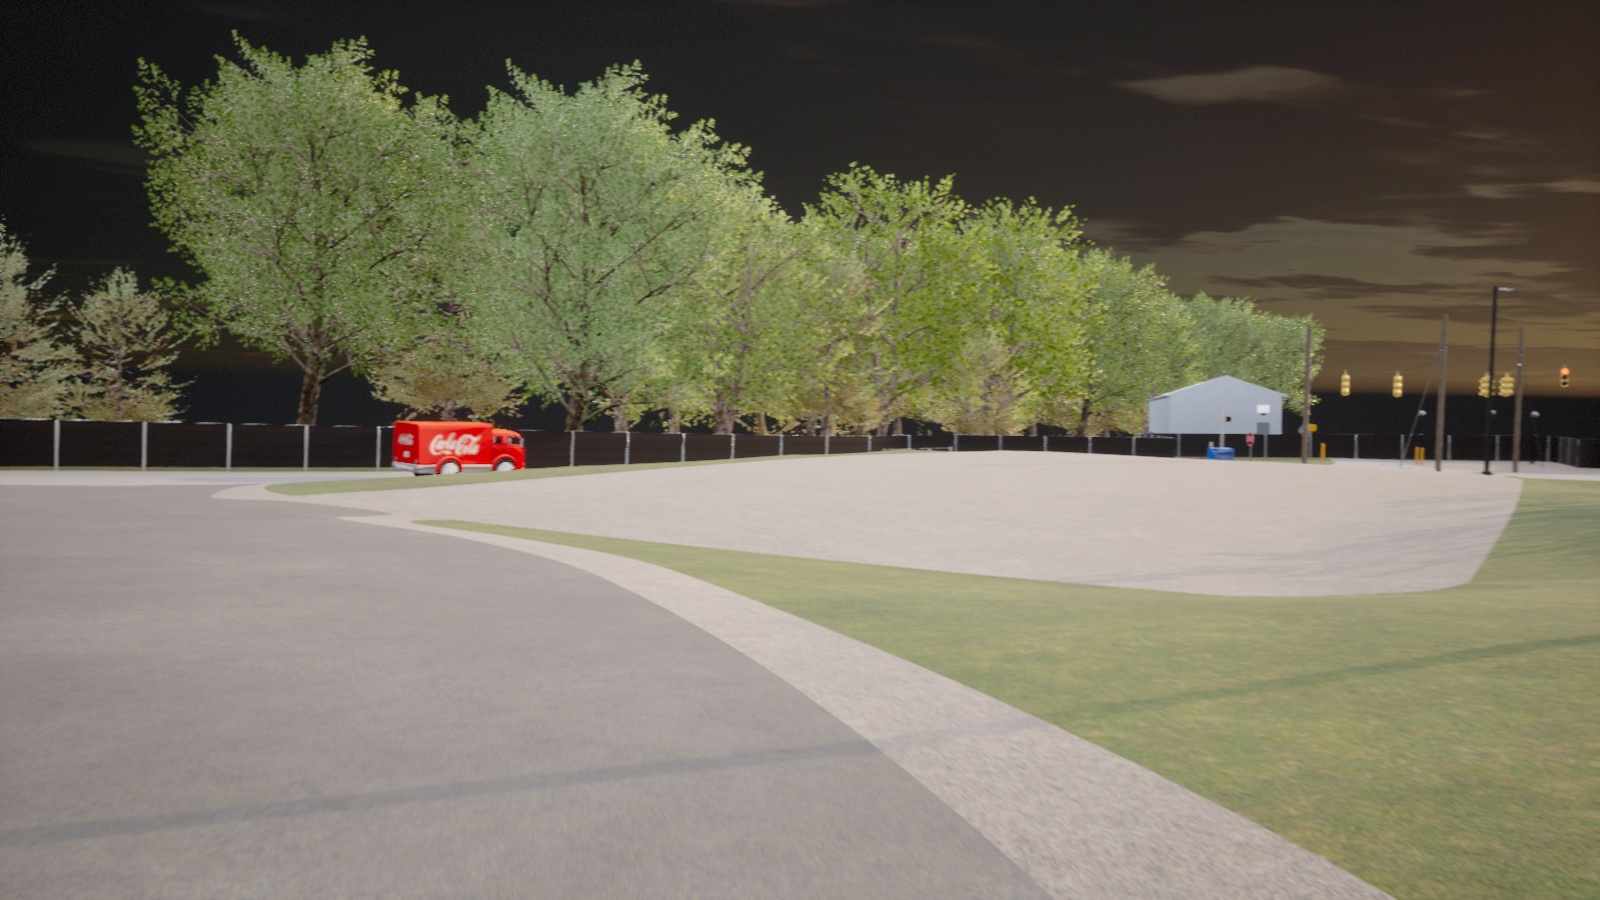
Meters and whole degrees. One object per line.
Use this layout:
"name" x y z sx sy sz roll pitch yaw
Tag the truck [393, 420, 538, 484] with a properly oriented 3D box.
"truck" -14.046 0.062 52.943 5.204 2.467 2.627 0 3 -43
